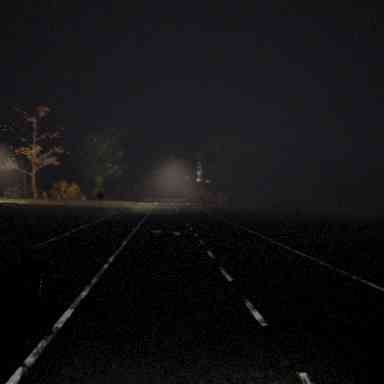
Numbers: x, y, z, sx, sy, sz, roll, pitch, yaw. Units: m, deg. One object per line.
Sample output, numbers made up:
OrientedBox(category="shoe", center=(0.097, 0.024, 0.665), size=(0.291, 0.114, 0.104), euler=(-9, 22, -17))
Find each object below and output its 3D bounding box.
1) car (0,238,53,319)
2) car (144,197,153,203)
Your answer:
OrientedBox(category="car", center=(-3.970, 1.534, 5.556), size=(2.033, 1.411, 5.357), euler=(1, 0, -5))
OrientedBox(category="car", center=(-9.974, 1.848, 76.676), size=(1.812, 1.442, 4.674), euler=(1, 0, -5))
